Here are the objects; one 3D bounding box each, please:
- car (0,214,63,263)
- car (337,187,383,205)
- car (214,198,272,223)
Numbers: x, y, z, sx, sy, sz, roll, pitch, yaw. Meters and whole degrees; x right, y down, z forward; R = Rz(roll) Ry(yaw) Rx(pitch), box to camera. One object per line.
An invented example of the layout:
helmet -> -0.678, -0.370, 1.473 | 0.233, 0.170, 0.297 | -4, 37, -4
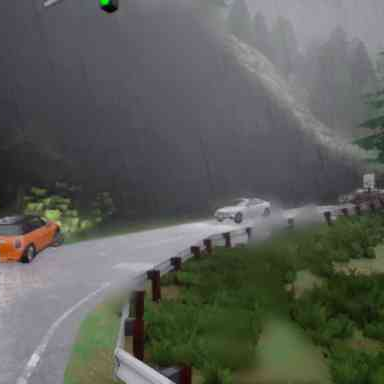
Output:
car -> -7.293, 1.743, 14.246 | 2.097, 1.767, 4.553 | 2, 5, -3
car -> 15.112, 0.317, 29.342 | 4.674, 1.442, 1.812 | -4, 0, -17
car -> 3.543, 1.148, 22.493 | 4.674, 1.442, 1.812 | -5, 3, -40
